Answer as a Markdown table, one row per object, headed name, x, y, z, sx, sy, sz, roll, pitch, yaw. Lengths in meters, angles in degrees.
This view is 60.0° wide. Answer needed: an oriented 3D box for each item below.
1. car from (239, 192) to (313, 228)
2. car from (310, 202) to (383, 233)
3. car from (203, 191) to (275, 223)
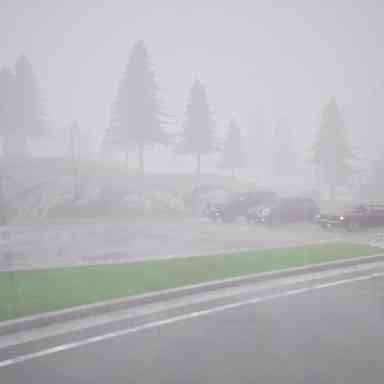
| name | x | y | z | sx | sy | sz | roll | pitch | yaw |
| --- | --- | --- | --- | --- | --- | --- | --- | --- | --- |
| car | 5.471 | 1.073 | 19.886 | 4.553 | 1.767 | 2.097 | -1 | 1 | -25 |
| car | 8.844 | 1.314 | 17.605 | 4.718 | 1.301 | 1.895 | -1 | 1 | -25 |
| car | 3.493 | 0.933 | 22.816 | 5.566 | 2.045 | 2.150 | -1 | 1 | -25 |
